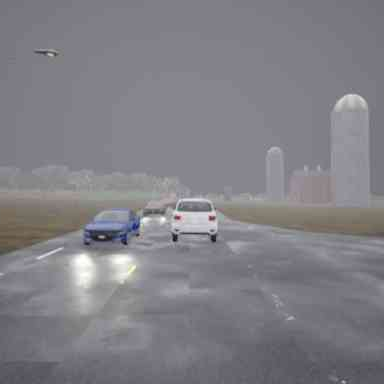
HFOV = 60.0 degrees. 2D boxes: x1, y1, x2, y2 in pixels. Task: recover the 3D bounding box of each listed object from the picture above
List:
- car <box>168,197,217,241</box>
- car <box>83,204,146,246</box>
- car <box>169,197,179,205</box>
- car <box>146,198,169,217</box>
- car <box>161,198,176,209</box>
[{"bbox_3d":[0.124,1.319,17.600,2.150,2.045,5.566,1,1,0],"label":"car"},{"bbox_3d":[-3.590,1.520,15.739,1.882,1.535,5.008,1,0,0],"label":"car"},{"bbox_3d":[-3.514,1.795,66.016,1.837,1.490,4.892,0,0,0],"label":"car"},{"bbox_3d":[-3.597,1.577,33.310,1.882,1.535,5.008,0,0,0],"label":"car"},{"bbox_3d":[-3.576,1.665,50.374,1.882,1.535,5.008,0,-1,0],"label":"car"}]
